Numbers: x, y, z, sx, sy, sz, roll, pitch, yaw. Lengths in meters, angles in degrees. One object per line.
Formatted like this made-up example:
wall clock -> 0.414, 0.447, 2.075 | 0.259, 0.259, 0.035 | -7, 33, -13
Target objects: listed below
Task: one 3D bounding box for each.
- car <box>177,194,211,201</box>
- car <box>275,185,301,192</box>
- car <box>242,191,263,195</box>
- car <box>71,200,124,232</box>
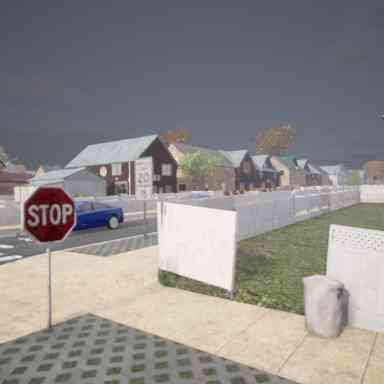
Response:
car -> 0.098, 0.937, 24.481 | 1.882, 1.535, 5.008 | -2, 1, 35
car -> 11.910, 0.134, 41.157 | 2.150, 2.045, 5.566 | -2, 1, 36
car -> 5.929, 0.666, 32.733 | 1.882, 1.535, 5.008 | -2, 1, 35
car -> -5.588, 1.203, 16.358 | 1.882, 1.535, 5.008 | -2, 1, 34
